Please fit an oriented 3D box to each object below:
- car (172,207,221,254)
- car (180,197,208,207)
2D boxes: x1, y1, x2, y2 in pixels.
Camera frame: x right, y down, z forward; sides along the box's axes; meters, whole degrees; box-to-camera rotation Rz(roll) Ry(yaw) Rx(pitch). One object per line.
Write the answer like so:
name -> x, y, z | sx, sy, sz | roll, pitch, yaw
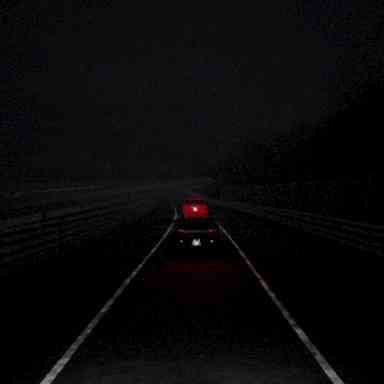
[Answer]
car -> 0.201, 1.623, 14.192 | 2.128, 1.511, 4.902 | 0, 0, 1
car -> 0.197, 1.477, 29.007 | 2.150, 2.045, 5.566 | 0, 0, -1
